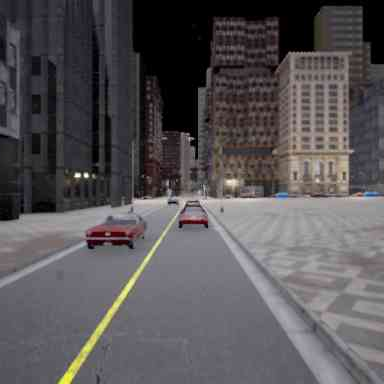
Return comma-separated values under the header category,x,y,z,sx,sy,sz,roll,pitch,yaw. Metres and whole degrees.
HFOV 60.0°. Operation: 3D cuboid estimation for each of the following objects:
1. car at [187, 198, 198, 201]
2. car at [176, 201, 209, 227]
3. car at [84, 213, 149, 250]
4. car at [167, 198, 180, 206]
category,x,y,z,sx,sy,sz,roll,pitch,yaw
car,0.091,1.539,43.593,2.128,1.511,4.902,0,0,0
car,0.097,1.580,22.913,1.994,1.385,4.181,0,0,0
car,-3.102,1.608,14.467,1.895,1.301,4.718,0,0,0
car,-3.064,1.673,55.047,1.895,1.301,4.718,0,0,1
